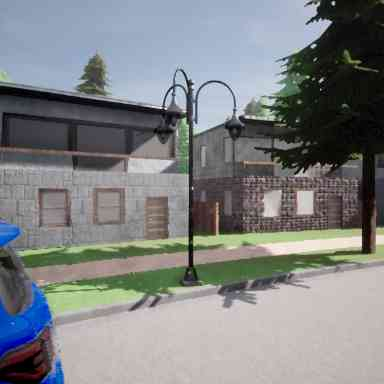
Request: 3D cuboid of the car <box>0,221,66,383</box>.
[{"bbox_3d":[-3.469,1.221,1.331,5.566,2.045,2.150,0,0,-36],"label":"car"}]
